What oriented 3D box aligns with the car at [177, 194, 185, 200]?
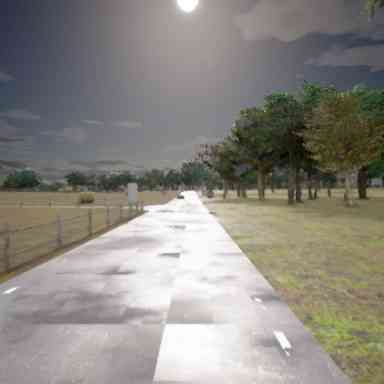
[{"bbox_3d":[-2.759,1.244,81.006,1.895,1.301,4.718,0,1,0],"label":"car"}]
